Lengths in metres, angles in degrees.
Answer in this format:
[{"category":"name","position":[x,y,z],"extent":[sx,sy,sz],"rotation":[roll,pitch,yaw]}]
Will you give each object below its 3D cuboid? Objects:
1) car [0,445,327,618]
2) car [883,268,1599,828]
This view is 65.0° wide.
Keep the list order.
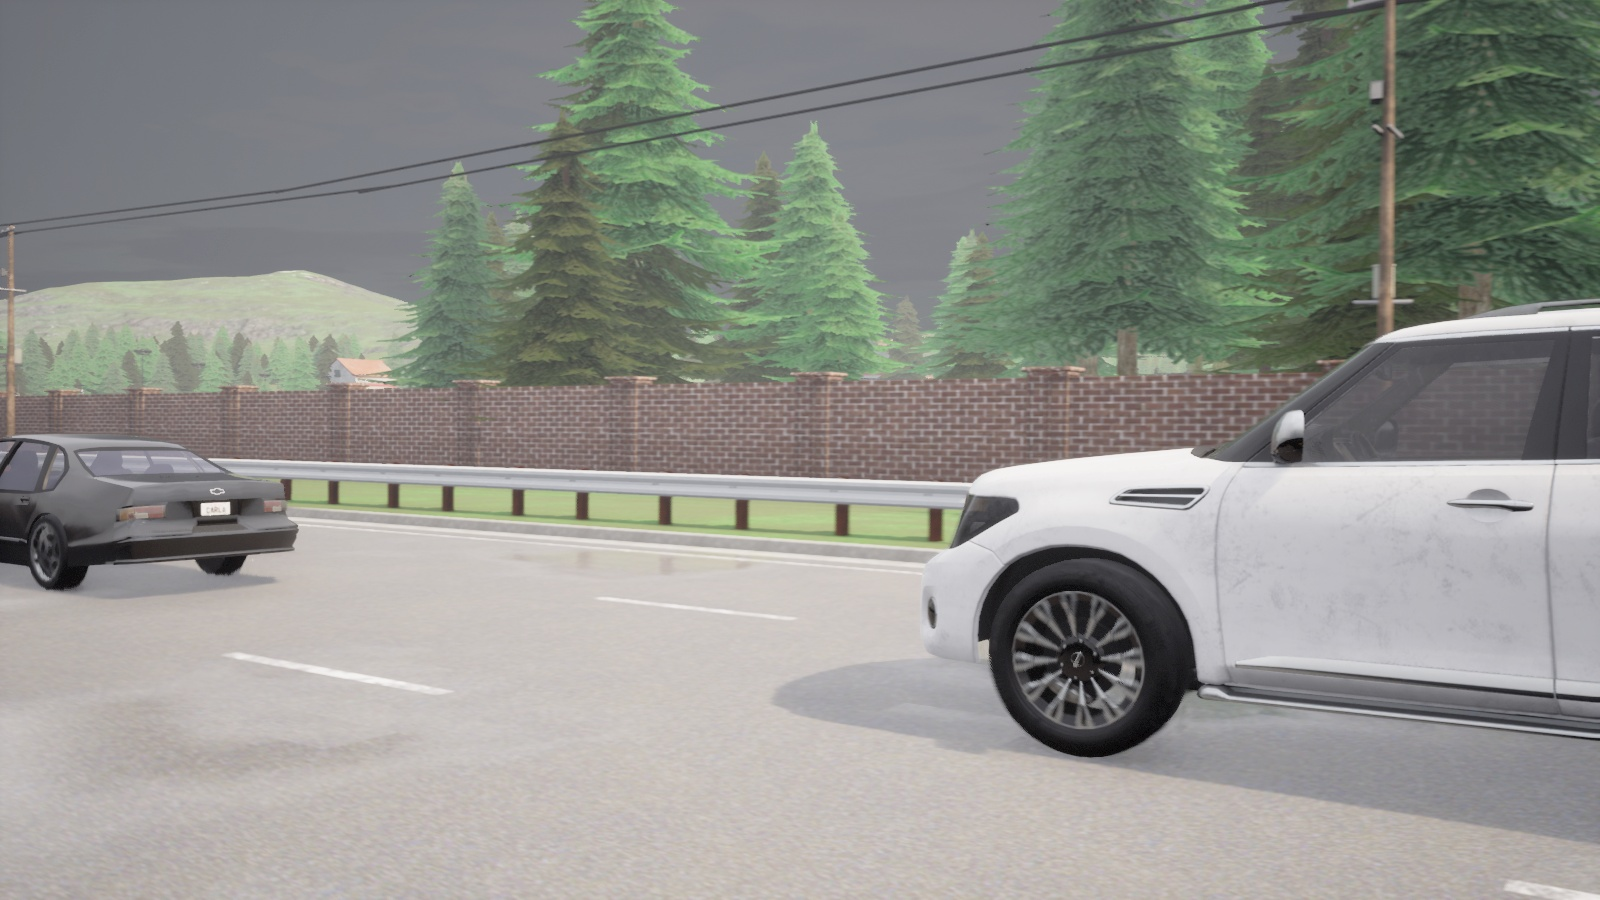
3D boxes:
[{"category":"car","position":[-7.350,0.672,12.709],"extent":[5.357,1.411,2.033],"rotation":[0,1,34]},{"category":"car","position":[3.334,0.343,5.605],"extent":[5.566,2.045,2.150],"rotation":[0,1,34]}]
